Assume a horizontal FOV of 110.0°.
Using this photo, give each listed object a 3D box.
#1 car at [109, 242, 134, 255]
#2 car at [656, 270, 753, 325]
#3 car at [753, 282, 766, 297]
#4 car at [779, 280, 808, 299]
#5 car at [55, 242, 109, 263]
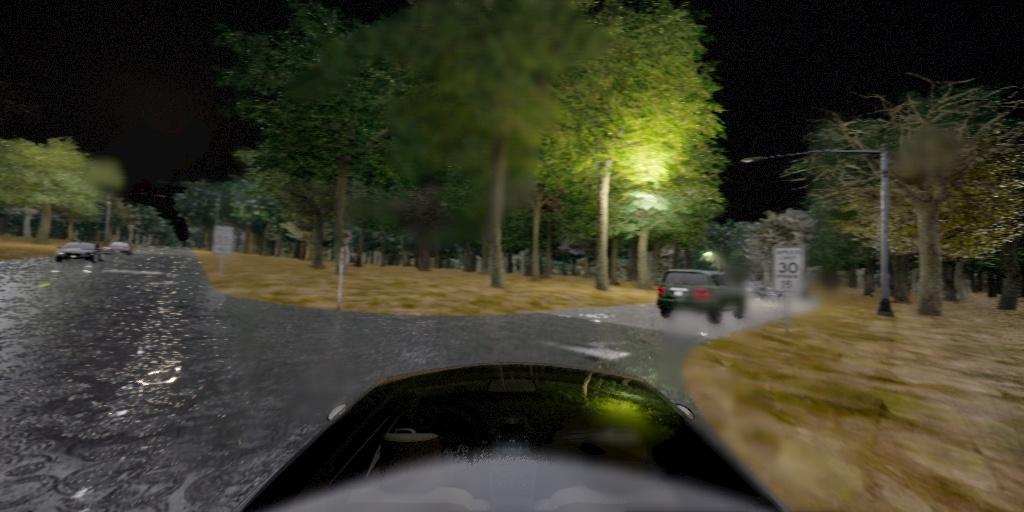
[{"bbox_3d":[-45.104,-0.856,41.312,1.812,1.442,4.674,5,-1,-42],"label":"car"},{"bbox_3d":[8.223,1.656,15.365,5.566,2.045,2.150,4,-3,-44],"label":"car"},{"bbox_3d":[24.781,3.381,36.813,2.128,1.511,4.902,0,-3,40],"label":"car"},{"bbox_3d":[28.555,3.230,36.455,2.150,2.045,5.566,0,-3,39],"label":"car"},{"bbox_3d":[-31.990,-0.297,26.668,1.837,1.490,4.892,5,-1,-42],"label":"car"}]
